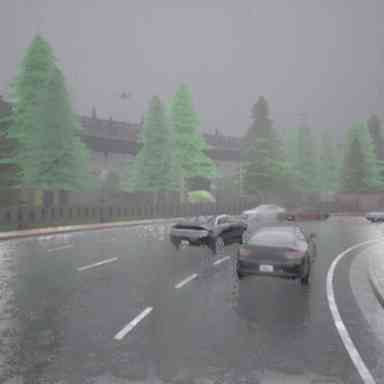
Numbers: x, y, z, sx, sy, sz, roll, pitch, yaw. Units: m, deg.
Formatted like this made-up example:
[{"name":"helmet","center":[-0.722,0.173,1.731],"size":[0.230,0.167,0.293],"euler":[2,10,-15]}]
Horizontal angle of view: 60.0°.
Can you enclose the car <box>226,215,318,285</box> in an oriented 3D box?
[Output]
[{"name":"car","center":[2.617,1.634,9.886],"size":[1.812,1.442,4.674],"euler":[0,-1,22]}]

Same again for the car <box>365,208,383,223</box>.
[{"name":"car","center":[16.655,1.923,27.098],"size":[4.718,1.301,1.895],"euler":[0,-1,-20]}]

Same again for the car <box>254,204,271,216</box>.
[{"name":"car","center":[6.531,1.848,29.937],"size":[4.674,1.442,1.812],"euler":[1,-1,-32]}]

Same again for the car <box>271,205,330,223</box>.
[{"name":"car","center":[9.162,1.907,27.622],"size":[4.718,1.301,1.895],"euler":[0,-1,-30]}]

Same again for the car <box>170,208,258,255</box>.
[{"name":"car","center":[0.921,1.639,14.168],"size":[2.128,1.511,4.902],"euler":[0,-1,29]}]
